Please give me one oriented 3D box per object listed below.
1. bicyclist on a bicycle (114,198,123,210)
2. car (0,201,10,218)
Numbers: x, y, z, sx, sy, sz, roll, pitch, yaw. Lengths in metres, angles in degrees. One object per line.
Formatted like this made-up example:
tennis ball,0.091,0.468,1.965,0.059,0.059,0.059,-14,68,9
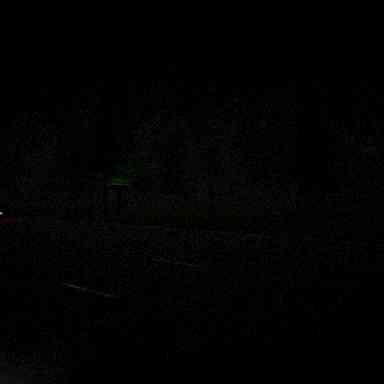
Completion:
bicyclist on a bicycle,-8.690,1.415,39.626,0.582,1.656,1.620,-13,-7,-44
car,-17.770,1.513,28.985,4.892,1.490,1.837,0,0,35
